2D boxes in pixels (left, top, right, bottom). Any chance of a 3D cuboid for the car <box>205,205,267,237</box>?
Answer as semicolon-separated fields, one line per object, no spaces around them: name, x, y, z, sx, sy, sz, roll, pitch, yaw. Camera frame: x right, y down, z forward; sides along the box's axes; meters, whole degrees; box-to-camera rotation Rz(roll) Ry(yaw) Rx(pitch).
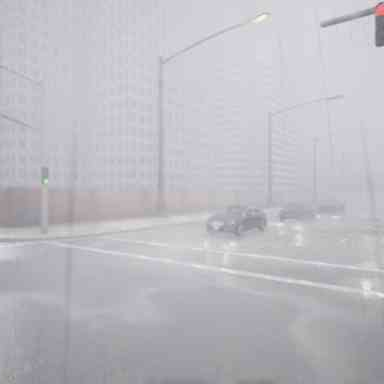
car;2.552;1.501;18.394;2.128;1.511;4.902;0;0;34

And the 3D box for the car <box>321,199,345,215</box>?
car;14.642;1.486;34.992;1.882;1.535;5.008;0;0;36

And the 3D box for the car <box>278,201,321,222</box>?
car;8.476;1.514;26.535;1.837;1.490;4.892;0;0;36
